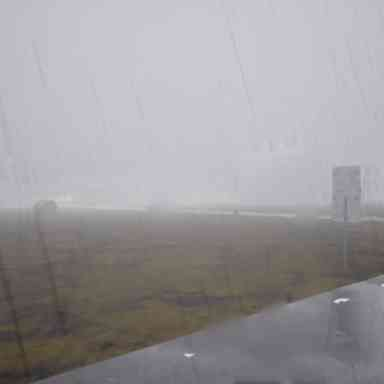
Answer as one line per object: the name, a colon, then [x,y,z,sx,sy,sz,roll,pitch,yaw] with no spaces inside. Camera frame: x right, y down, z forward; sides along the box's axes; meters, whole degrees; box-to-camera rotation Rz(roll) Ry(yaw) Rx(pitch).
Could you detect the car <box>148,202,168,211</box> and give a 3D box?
car: [-6.027,2.504,58.973,2.128,1.511,4.902,1,-2,-36]
